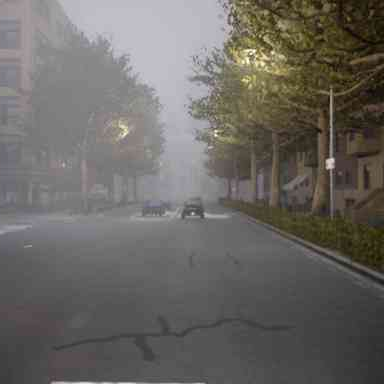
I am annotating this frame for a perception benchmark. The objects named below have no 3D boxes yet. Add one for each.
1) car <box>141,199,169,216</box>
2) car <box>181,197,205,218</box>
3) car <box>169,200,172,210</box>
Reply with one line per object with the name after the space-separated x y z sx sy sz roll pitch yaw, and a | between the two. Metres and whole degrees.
-3.645 1.466 32.108 1.882 1.535 5.008 0 0 1 | car
0.064 1.494 29.645 1.837 1.490 4.892 0 0 0 | car
-3.628 1.586 41.927 1.895 1.301 4.718 0 0 0 | car
